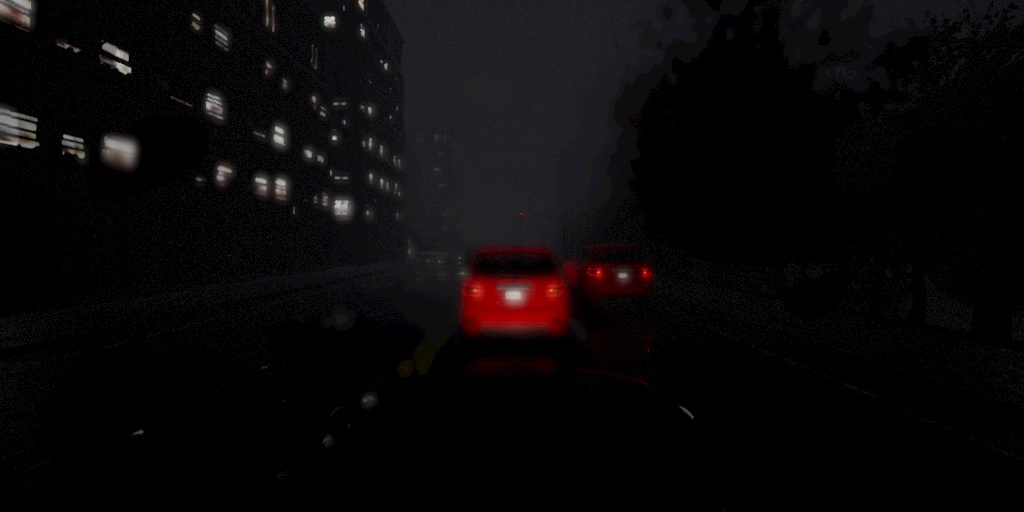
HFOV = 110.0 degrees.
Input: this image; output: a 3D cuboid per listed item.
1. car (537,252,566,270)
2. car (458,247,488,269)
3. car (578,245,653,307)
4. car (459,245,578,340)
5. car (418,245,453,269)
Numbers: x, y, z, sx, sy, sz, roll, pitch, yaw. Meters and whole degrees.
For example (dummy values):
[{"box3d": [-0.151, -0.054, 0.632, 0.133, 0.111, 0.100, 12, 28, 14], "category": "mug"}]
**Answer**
[{"box3d": [3.339, 0.367, 30.894, 1.994, 1.385, 4.181, 0, 2, 0], "category": "car"}, {"box3d": [-3.350, 0.134, 31.535, 2.097, 1.767, 4.553, 0, 2, 0], "category": "car"}, {"box3d": [3.341, 0.594, 13.367, 2.150, 2.045, 5.566, 0, 2, 0], "category": "car"}, {"box3d": [0.076, 0.728, 9.225, 2.150, 2.045, 5.566, 0, 2, 0], "category": "car"}, {"box3d": [-6.604, 0.006, 31.524, 2.150, 2.045, 5.566, 0, 2, 0], "category": "car"}]
